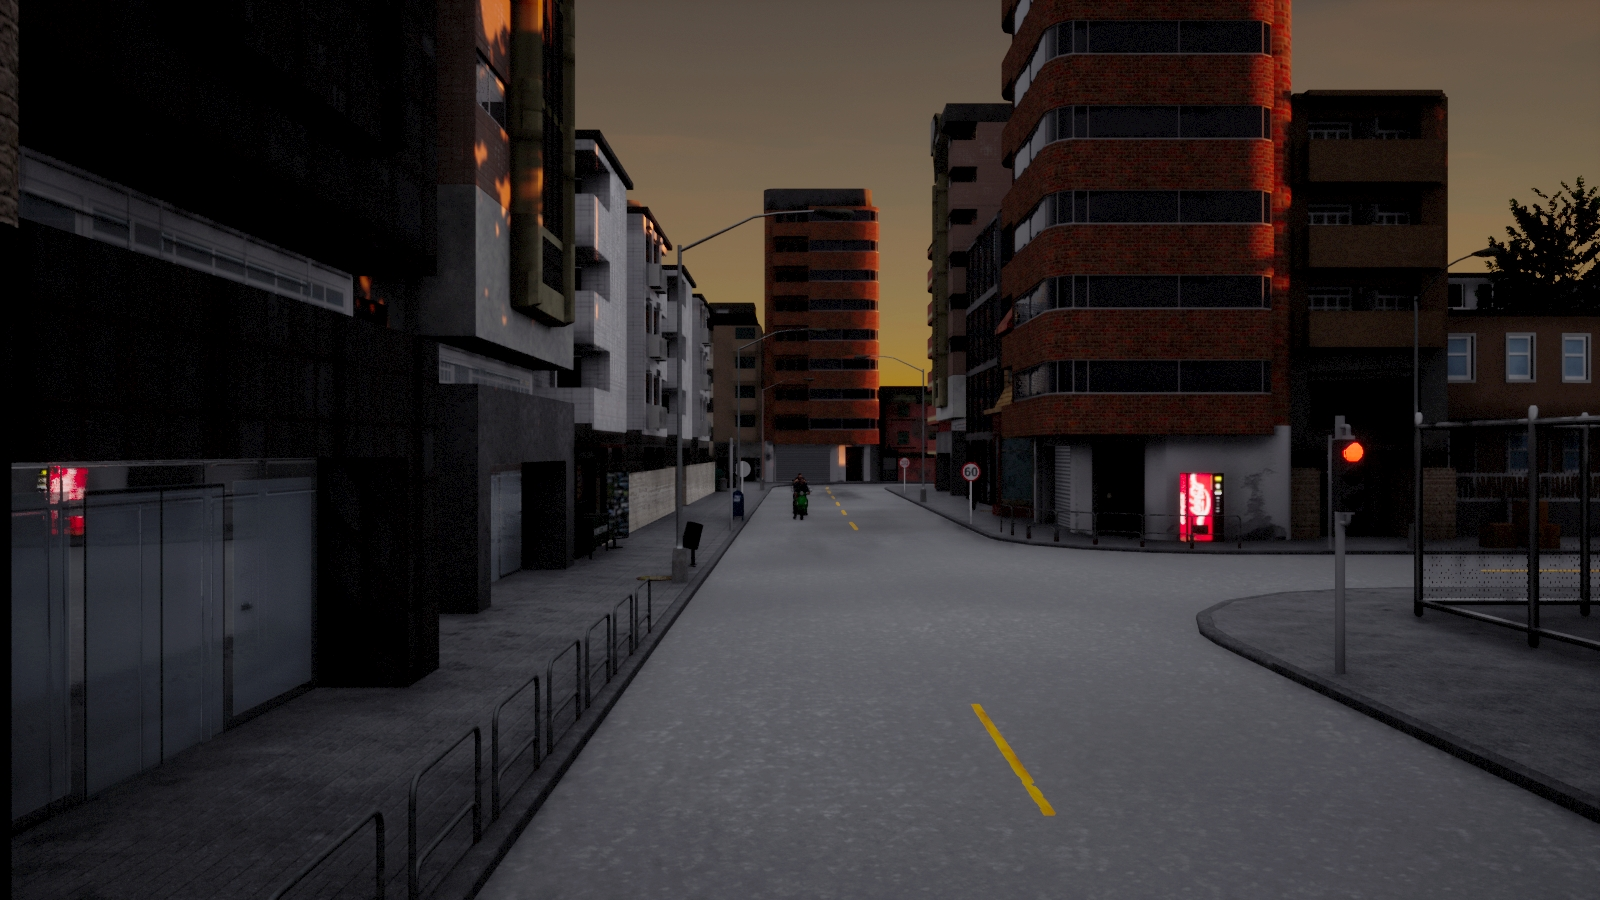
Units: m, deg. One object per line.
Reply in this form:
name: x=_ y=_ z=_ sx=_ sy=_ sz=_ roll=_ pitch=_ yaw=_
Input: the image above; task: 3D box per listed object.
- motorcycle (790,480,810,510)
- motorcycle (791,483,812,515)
motorcycle: x=0.019 y=1.970 z=50.389 sx=0.856 sy=1.236 sz=1.805 roll=0 pitch=0 yaw=0
motorcycle: x=0.063 y=1.970 z=46.521 sx=0.856 sy=1.236 sz=1.805 roll=0 pitch=0 yaw=0
